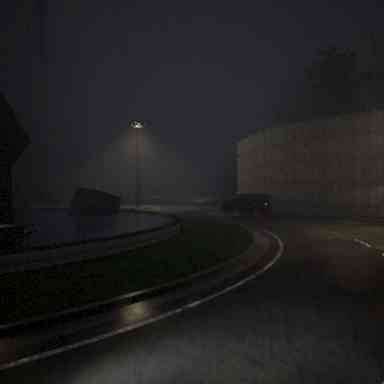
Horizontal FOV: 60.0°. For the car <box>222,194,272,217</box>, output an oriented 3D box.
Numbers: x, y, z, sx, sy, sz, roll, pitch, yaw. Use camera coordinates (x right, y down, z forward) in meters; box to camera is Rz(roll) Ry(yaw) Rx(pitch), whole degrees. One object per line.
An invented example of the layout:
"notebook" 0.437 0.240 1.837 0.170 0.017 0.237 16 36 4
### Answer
"car" 5.151 1.188 31.689 2.150 2.045 5.566 0 0 -30
